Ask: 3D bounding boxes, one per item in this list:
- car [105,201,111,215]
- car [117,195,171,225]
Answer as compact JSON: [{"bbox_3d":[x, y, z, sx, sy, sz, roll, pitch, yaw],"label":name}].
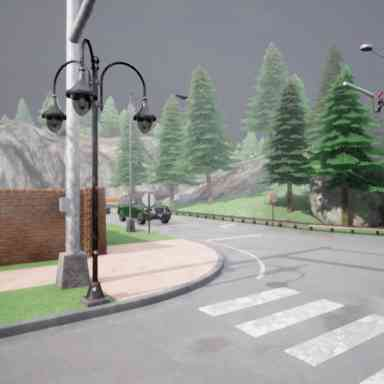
[{"bbox_3d":[-9.898,1.366,33.903,2.097,1.767,4.553,0,0,-34],"label":"car"},{"bbox_3d":[-3.673,1.232,24.618,2.150,2.045,5.566,0,0,-34],"label":"car"}]
